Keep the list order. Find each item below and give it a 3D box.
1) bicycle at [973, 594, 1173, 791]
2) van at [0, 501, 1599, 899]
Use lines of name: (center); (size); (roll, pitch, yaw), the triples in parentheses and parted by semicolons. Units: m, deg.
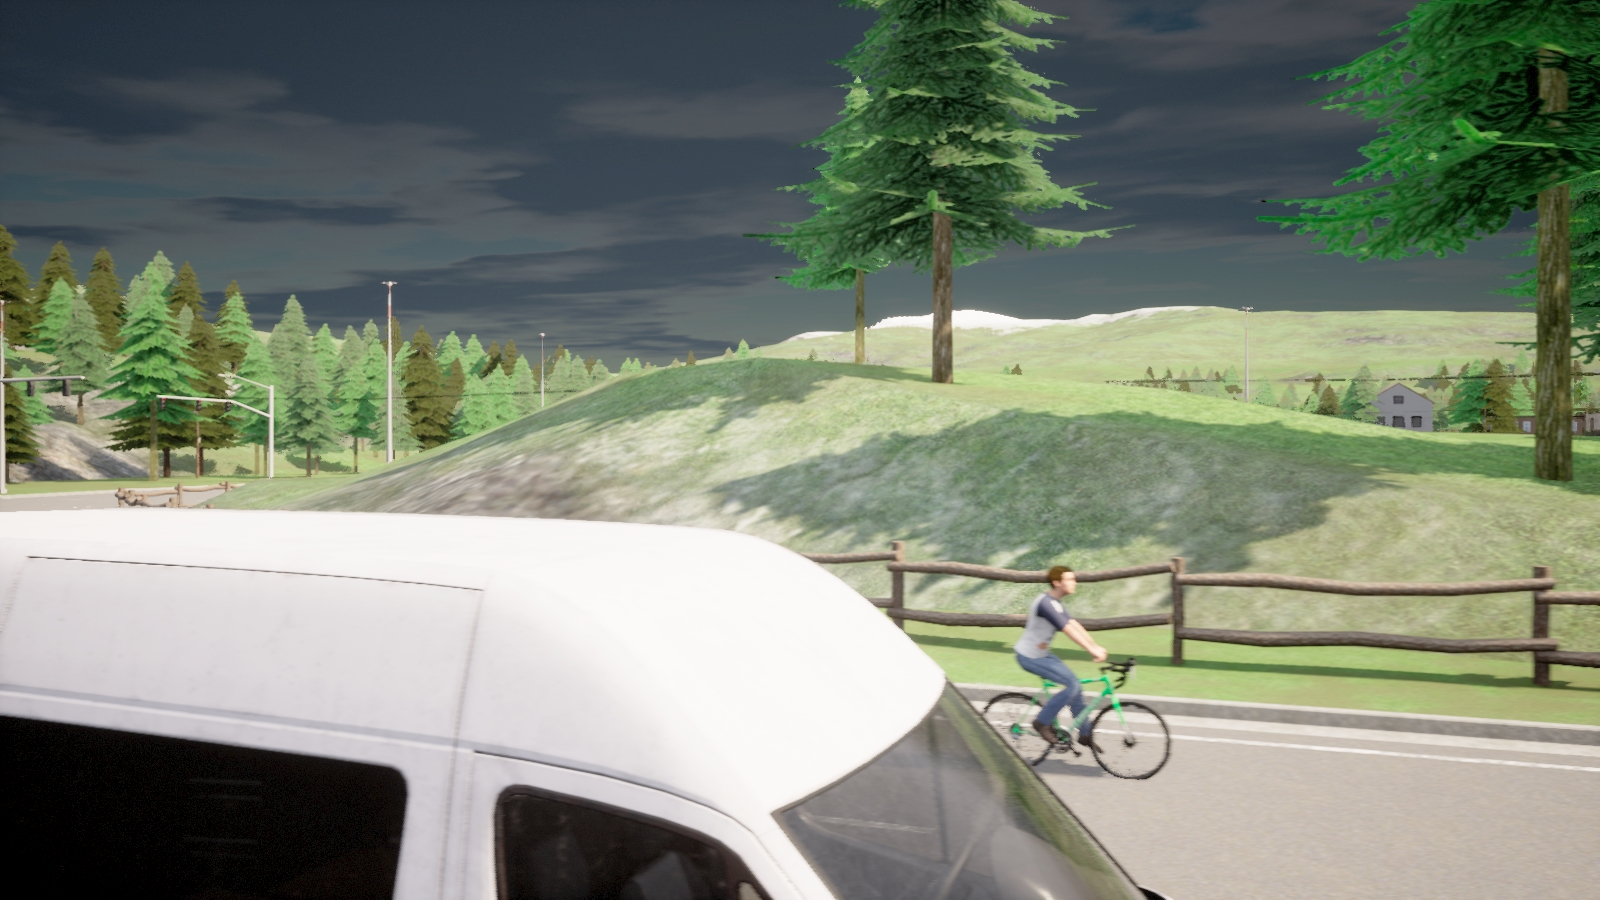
bicycle: (2.352, 2.058, 9.881); (1.643, 1.496, 0.373); (0, 0, 20)
van: (-0.996, 1.533, 3.603); (5.915, 2.561, 1.988); (0, 0, 20)
